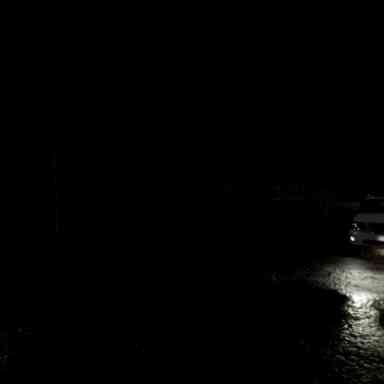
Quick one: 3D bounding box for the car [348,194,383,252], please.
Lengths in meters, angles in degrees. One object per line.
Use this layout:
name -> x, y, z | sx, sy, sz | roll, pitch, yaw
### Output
car -> 7.691, 1.121, 13.044 | 2.150, 2.045, 5.566 | -1, 0, 34
